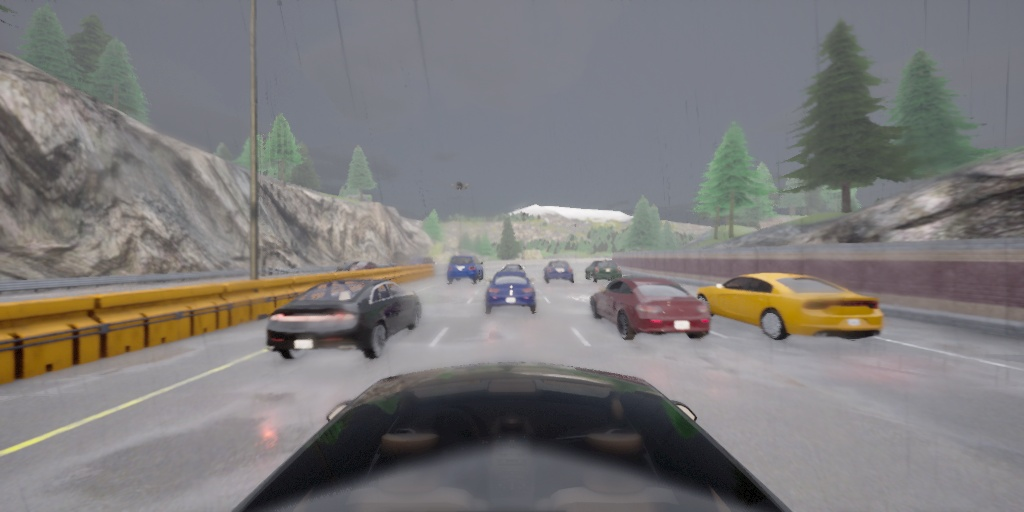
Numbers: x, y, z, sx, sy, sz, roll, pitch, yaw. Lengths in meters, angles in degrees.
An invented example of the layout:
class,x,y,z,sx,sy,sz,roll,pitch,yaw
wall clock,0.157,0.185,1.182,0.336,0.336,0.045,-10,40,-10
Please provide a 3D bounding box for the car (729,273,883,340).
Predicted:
class,x,y,z,sx,sy,sz,roll,pitch,yaw
car,6.989,1.192,9.822,1.882,1.535,5.008,0,0,0

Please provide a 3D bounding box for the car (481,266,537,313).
class,x,y,z,sx,sy,sz,roll,pitch,yaw
car,-0.041,1.291,14.083,1.812,1.442,4.674,0,0,0

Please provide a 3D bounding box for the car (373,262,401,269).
class,x,y,z,sx,sy,sz,roll,pitch,yaw
car,-15.760,1.505,47.131,1.895,1.301,4.718,0,0,9

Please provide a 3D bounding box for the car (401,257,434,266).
class,x,y,z,sx,sy,sz,roll,pitch,yaw
car,-12.129,1.106,47.609,2.150,2.045,5.566,0,0,10

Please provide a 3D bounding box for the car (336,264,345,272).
class,x,y,z,sx,sy,sz,roll,pitch,yaw
car,-22.362,1.455,50.027,1.837,1.490,4.892,0,0,10

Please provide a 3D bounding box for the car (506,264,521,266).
class,x,y,z,sx,sy,sz,roll,pitch,yaw
car,0.119,1.346,29.197,1.994,1.385,4.181,0,0,3

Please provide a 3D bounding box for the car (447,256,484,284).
class,x,y,z,sx,sy,sz,roll,pitch,yaw
car,-3.479,1.023,27.525,2.150,2.045,5.566,0,0,2

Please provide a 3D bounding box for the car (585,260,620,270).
class,x,y,z,sx,sy,sz,roll,pitch,yaw
car,7.079,1.088,28.273,2.097,1.767,4.553,0,0,2

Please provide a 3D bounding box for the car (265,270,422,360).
class,x,y,z,sx,sy,sz,roll,pitch,yaw
car,-3.502,1.273,8.443,2.128,1.511,4.902,0,0,0

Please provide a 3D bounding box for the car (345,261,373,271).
class,x,y,z,sx,sy,sz,roll,pitch,yaw
car,-19.307,1.453,47.028,1.812,1.442,4.674,0,0,9

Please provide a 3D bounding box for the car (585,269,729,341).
class,x,y,z,sx,sy,sz,roll,pitch,yaw
car,3.489,1.263,9.749,1.812,1.442,4.674,0,0,-1

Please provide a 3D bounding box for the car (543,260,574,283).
class,x,y,z,sx,sy,sz,roll,pitch,yaw
car,3.579,1.110,28.247,2.097,1.767,4.553,0,0,2
